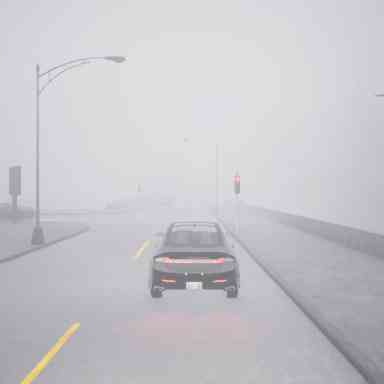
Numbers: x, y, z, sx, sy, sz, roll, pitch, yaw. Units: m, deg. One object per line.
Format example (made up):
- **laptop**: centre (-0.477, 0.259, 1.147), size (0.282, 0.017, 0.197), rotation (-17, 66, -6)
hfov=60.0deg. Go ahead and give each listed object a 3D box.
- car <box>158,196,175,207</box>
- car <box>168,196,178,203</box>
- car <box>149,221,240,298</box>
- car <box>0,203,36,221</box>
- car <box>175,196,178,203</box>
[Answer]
- **car**: centre (-4.119, 1.547, 50.882), size (2.033, 1.411, 5.357), rotation (0, 0, 0)
- **car**: centre (-4.030, 1.552, 70.365), size (1.994, 1.385, 4.181), rotation (0, 0, 0)
- **car**: centre (0.058, 1.492, 8.491), size (2.128, 1.511, 4.902), rotation (0, 0, 0)
- **car**: centre (-14.652, 1.563, 26.630), size (4.181, 1.385, 1.994), rotation (0, 0, 0)
- **car**: centre (-4.095, 1.601, 60.548), size (1.895, 1.301, 4.718), rotation (0, 0, 0)
